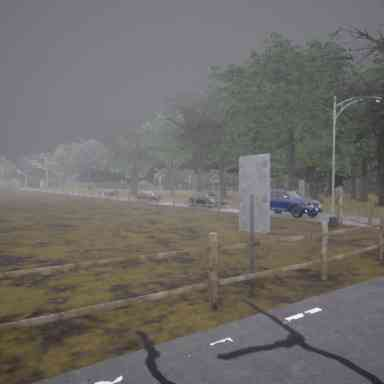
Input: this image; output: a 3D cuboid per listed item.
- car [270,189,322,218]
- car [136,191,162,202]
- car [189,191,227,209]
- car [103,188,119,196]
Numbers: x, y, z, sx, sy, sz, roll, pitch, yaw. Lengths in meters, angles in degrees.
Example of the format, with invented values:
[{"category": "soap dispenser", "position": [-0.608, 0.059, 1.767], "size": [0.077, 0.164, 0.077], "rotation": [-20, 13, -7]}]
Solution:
[{"category": "car", "position": [7.429, 0.839, 26.294], "size": [2.150, 2.045, 5.566], "rotation": [0, 1, -35]}, {"category": "car", "position": [-5.881, 0.552, 45.040], "size": [1.882, 1.535, 5.008], "rotation": [0, 1, -35]}, {"category": "car", "position": [1.618, 0.735, 34.468], "size": [2.097, 1.767, 4.553], "rotation": [0, 1, -34]}, {"category": "car", "position": [-15.539, 0.087, 63.682], "size": [1.837, 1.490, 4.892], "rotation": [0, 1, -35]}]
